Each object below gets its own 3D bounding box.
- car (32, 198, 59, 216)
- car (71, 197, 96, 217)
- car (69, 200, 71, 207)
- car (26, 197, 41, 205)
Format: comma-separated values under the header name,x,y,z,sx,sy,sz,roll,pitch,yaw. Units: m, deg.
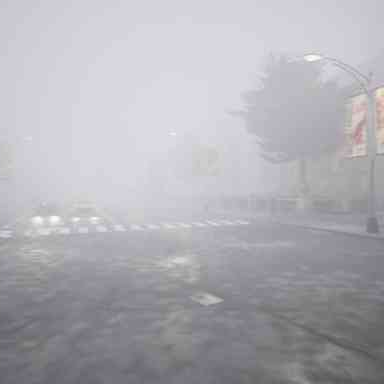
name,x,y,z,sx,sy,sz,roll,pitch,yaw
car,-14.543,1.597,33.548,1.895,1.301,4.718,-1,0,-19
car,-10.286,1.420,31.636,1.882,1.535,5.008,-1,0,-19
car,-16.746,1.456,48.341,1.812,1.442,4.674,-1,0,-27
car,-25.875,1.466,55.417,4.181,1.385,1.994,-1,0,39
